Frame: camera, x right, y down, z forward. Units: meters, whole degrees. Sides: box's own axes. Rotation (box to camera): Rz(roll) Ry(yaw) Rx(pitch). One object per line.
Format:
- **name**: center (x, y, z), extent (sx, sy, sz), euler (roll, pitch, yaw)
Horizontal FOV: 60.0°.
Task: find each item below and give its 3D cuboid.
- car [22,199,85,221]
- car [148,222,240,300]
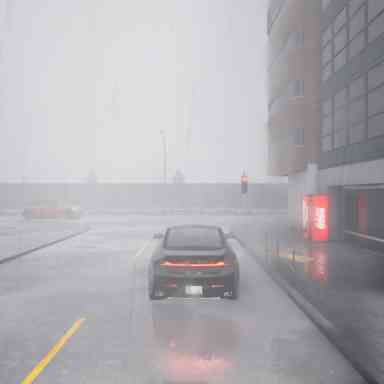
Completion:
- **car**: center (-11.047, 1.352, 26.764), extent (4.553, 1.767, 2.097), euler (0, 0, 0)
- **car**: center (0.055, 1.505, 8.361), extent (1.837, 1.490, 4.892), euler (0, 0, 1)
